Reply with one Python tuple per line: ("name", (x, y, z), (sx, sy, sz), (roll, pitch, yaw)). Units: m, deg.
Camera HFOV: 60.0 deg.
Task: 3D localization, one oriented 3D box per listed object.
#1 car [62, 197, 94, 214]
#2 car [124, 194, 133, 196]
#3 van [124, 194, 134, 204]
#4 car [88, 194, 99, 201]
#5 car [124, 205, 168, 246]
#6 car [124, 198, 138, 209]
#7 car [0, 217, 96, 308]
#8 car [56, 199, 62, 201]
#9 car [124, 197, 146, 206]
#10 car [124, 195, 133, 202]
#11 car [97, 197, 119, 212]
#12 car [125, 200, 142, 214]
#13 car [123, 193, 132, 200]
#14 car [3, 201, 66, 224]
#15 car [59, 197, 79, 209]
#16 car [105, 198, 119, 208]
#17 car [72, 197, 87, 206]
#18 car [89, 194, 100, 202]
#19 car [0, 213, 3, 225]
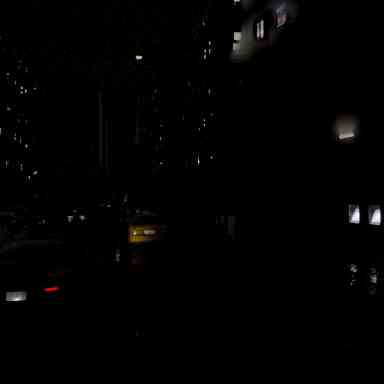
("car", (-12.253, 1.567, 36.045), (2.033, 1.411, 5.357), (0, 0, -11))
("car", (-10.976, 1.458, 58.462), (1.967, 1.590, 4.097), (1, 0, -12))
("van", (-12.088, 1.358, 63.890), (1.690, 1.788, 3.998), (1, 0, -12))
("car", (-24.742, 1.332, 83.864), (2.192, 1.841, 5.009), (1, 0, -12))
("car", (-2.100, 1.534, 15.208), (1.752, 1.417, 4.829), (1, 0, -12))
("car", (-8.749, 1.584, 47.606), (1.947, 1.339, 4.313), (1, 0, -12))
("car", (-3.314, 1.531, 7.678), (1.812, 1.442, 4.674), (0, 0, -12))
("car", (-15.834, 1.566, 40.443), (1.887, 1.381, 4.507), (1, 0, -12))
("car", (-4.292, 1.454, 25.897), (1.967, 1.590, 4.097), (1, 0, -12))
("car", (-14.318, 1.457, 74.745), (1.967, 1.590, 4.097), (1, 0, -12))
("car", (-9.831, 1.583, 39.735), (1.994, 1.385, 4.181), (0, 0, -11))
("car", (-6.522, 1.599, 36.752), (1.802, 1.307, 4.206), (1, 0, -12))
("car", (-17.657, 1.327, 91.028), (2.192, 1.841, 5.009), (1, 0, -12))
("car", (-8.821, 1.491, 19.098), (1.882, 1.535, 5.008), (0, 0, -12))
("car", (-16.947, 1.462, 45.871), (1.967, 1.590, 4.097), (1, 0, -12))
("car", (-11.881, 1.620, 49.521), (1.895, 1.301, 4.718), (0, 0, -11))
("car", (-19.176, 1.566, 56.726), (1.887, 1.381, 4.507), (1, 0, -12))
("car", (-23.633, 1.569, 78.436), (2.008, 1.369, 4.403), (1, 0, -12))
("car", (-12.459, 1.542, 23.995), (1.752, 1.417, 4.829), (1, 0, -12))
